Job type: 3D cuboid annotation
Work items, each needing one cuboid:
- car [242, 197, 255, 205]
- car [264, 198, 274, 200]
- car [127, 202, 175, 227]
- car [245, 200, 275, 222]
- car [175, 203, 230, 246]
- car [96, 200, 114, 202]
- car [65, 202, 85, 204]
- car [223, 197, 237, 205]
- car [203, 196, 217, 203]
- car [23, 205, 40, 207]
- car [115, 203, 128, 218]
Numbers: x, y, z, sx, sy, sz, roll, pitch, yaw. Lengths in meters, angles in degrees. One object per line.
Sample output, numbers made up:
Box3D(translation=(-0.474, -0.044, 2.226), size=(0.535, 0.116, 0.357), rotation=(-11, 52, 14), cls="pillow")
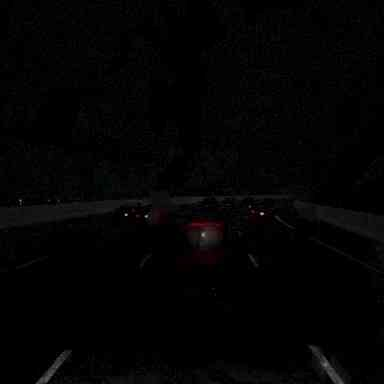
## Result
Box3D(translation=(10.661, 1.599, 62.122), size=(2.128, 1.511, 4.902), rotation=(0, 0, 20), cls="car")
Box3D(translation=(14.230, 1.709, 61.643), size=(1.994, 1.385, 4.181), rotation=(1, 0, 20), cls="car")
Box3D(translation=(-2.353, 1.523, 22.503), size=(2.033, 1.411, 5.357), rotation=(1, 0, 8), cls="car")
Box3D(translation=(5.617, 1.621, 27.221), size=(1.994, 1.385, 4.181), rotation=(1, 0, 9), cls="car")
Box3D(translation=(0.712, 1.499, 15.384), size=(2.128, 1.511, 4.902), rotation=(0, 0, 5), cls="car")
Box3D(translation=(-12.101, 1.378, 46.946), size=(1.837, 1.490, 4.892), rotation=(1, 0, 13), cls="car")
Box3D(translation=(-15.794, 1.362, 46.513), size=(1.812, 1.442, 4.674), rotation=(1, 0, 13), cls="car")
Box3D(translation=(7.102, 1.635, 62.446), size=(1.994, 1.385, 4.181), rotation=(1, 0, 19), cls="car")
Box3D(translation=(3.403, 1.559, 62.537), size=(1.812, 1.442, 4.674), rotation=(0, 0, 19), cls="car")
Box3D(translation=(-23.051, 1.114, 46.176), size=(2.097, 1.767, 4.553), rotation=(1, 0, 13), cls="car")
Box3D(translation=(-4.954, 1.549, 29.063), size=(1.895, 1.301, 4.718), rotation=(1, 0, 9), cls="car")
